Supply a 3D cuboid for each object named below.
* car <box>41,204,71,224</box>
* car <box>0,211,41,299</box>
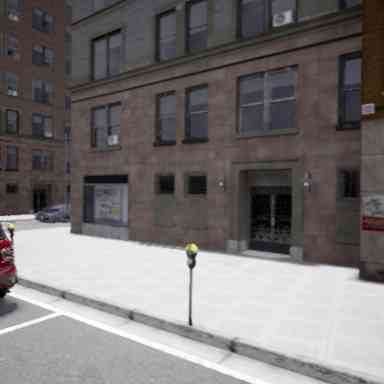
[{"bbox_3d":[-10.095,1.645,26.146,1.994,1.385,4.181,1,0,27],"label":"car"},{"bbox_3d":[-5.654,1.304,6.983,5.009,1.841,2.192,0,1,36],"label":"car"}]
